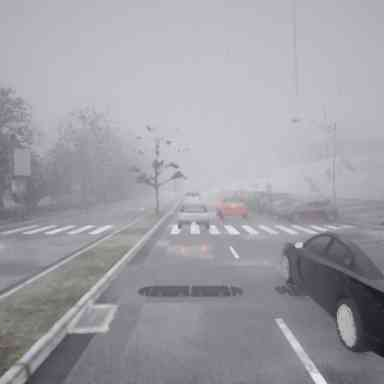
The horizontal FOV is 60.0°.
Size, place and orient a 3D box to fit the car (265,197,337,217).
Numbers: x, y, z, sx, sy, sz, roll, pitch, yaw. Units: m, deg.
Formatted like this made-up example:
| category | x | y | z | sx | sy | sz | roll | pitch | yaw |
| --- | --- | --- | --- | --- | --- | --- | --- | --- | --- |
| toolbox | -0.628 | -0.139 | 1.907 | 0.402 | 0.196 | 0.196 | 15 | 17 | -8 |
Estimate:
| category | x | y | z | sx | sy | sz | roll | pitch | yaw |
| --- | --- | --- | --- | --- | --- | --- | --- | --- | --- |
| car | 8.044 | 1.327 | 23.645 | 4.792 | 1.488 | 2.163 | 1 | 1 | -20 |

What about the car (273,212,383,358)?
| category | x | y | z | sx | sy | sz | roll | pitch | yaw |
| --- | --- | --- | --- | --- | --- | --- | --- | --- | --- |
| car | 3.101 | 1.413 | 6.080 | 1.882 | 1.535 | 5.008 | 0 | 1 | 0 |

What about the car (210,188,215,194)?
| category | x | y | z | sx | sy | sz | roll | pitch | yaw |
| --- | --- | --- | --- | --- | --- | --- | --- | --- | --- |
| car | 7.894 | 0.466 | 80.301 | 5.366 | 1.575 | 1.946 | 0 | 2 | -20 |

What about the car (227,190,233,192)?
| category | x | y | z | sx | sy | sz | roll | pitch | yaw |
| --- | --- | --- | --- | --- | --- | --- | --- | --- | --- |
| car | 8.098 | 0.863 | 44.572 | 5.566 | 2.045 | 2.435 | 1 | 0 | -20 |

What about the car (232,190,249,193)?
| category | x | y | z | sx | sy | sz | roll | pitch | yaw |
| --- | --- | --- | --- | --- | --- | --- | --- | --- | --- |
| car | 8.047 | 0.916 | 38.576 | 5.566 | 2.045 | 2.435 | 1 | 1 | -20 |

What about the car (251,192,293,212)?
| category | x | y | z | sx | sy | sz | roll | pitch | yaw |
| --- | --- | --- | --- | --- | --- | --- | --- | --- | --- |
| car | 8.042 | 1.119 | 29.634 | 4.553 | 1.767 | 2.185 | 1 | 0 | -20 |

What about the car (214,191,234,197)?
| category | x | y | z | sx | sy | sz | roll | pitch | yaw |
| --- | --- | --- | --- | --- | --- | --- | --- | --- | --- |
| car | 8.062 | 0.443 | 83.350 | 4.674 | 1.452 | 2.002 | 0 | 1 | -20 |

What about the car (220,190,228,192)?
| category | x | y | z | sx | sy | sz | roll | pitch | yaw |
| --- | --- | --- | --- | --- | --- | --- | --- | --- | --- |
| car | 7.896 | 0.962 | 56.429 | 5.366 | 1.575 | 1.946 | 0 | 1 | -20 |

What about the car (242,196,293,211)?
| category | x | y | z | sx | sy | sz | roll | pitch | yaw |
| --- | --- | --- | --- | --- | --- | --- | --- | --- | --- |
| car | 8.063 | 1.194 | 35.610 | 4.892 | 1.521 | 2.231 | 1 | 0 | -20 |

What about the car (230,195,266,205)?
| category | x | y | z | sx | sy | sz | roll | pitch | yaw |
| --- | --- | --- | --- | --- | --- | --- | --- | --- | --- |
| car | 8.065 | 1.122 | 47.546 | 4.674 | 1.452 | 2.002 | 1 | 0 | -20 |

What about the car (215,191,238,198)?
| category | x | y | z | sx | sy | sz | roll | pitch | yaw |
| --- | --- | --- | --- | --- | --- | --- | --- | --- | --- |
| car | 8.093 | 0.570 | 77.398 | 4.792 | 1.488 | 2.163 | 0 | 1 | -20 |

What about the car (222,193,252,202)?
| category | x | y | z | sx | sy | sz | roll | pitch | yaw |
| --- | --- | --- | --- | --- | --- | --- | --- | --- | --- |
| car | 8.094 | 0.950 | 59.498 | 4.792 | 1.488 | 2.163 | 0 | 1 | -20 |

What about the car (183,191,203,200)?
| category | x | y | z | sx | sy | sz | roll | pitch | yaw |
| --- | --- | --- | --- | --- | --- | --- | --- | --- | --- |
| car | 0.094 | 0.887 | 40.242 | 2.150 | 2.045 | 5.566 | 0 | 1 | 0 |

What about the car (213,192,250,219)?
| category | x | y | z | sx | sy | sz | roll | pitch | yaw |
| --- | --- | --- | --- | --- | --- | --- | --- | --- | --- |
| car | 3.099 | 1.130 | 27.068 | 2.097 | 1.767 | 4.553 | 0 | 1 | 0 |

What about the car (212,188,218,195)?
| category | x | y | z | sx | sy | sz | roll | pitch | yaw |
| --- | --- | --- | --- | --- | --- | --- | --- | --- | --- |
| car | 7.893 | 0.607 | 74.337 | 5.366 | 1.575 | 1.946 | 0 | 2 | -20 |

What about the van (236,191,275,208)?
| category | x | y | z | sx | sy | sz | roll | pitch | yaw |
| --- | --- | --- | --- | --- | --- | --- | --- | --- | --- |
| van | 7.964 | 0.914 | 41.529 | 4.442 | 1.987 | 1.878 | 1 | 1 | -20 |

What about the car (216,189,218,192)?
| category | x | y | z | sx | sy | sz | roll | pitch | yaw |
| --- | --- | --- | --- | --- | --- | --- | --- | --- | --- |
| car | 8.040 | 0.620 | 68.426 | 4.553 | 1.767 | 2.185 | 0 | 1 | -20 |

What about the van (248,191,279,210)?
| category | x | y | z | sx | sy | sz | roll | pitch | yaw |
| --- | --- | --- | --- | --- | --- | --- | --- | --- | --- |
| van | 8.181 | 0.995 | 32.668 | 4.442 | 1.987 | 1.878 | 1 | 0 | -20 |

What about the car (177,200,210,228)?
| category | x | y | z | sx | sy | sz | roll | pitch | yaw |
| --- | --- | --- | --- | --- | --- | --- | --- | --- | --- |
| car | 0.100 | 1.434 | 20.760 | 1.895 | 1.301 | 4.718 | 0 | 1 | 0 |

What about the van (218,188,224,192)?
| category | x | y | z | sx | sy | sz | roll | pitch | yaw |
| --- | --- | --- | --- | --- | --- | --- | --- | --- | --- |
| van | 7.962 | 0.583 | 65.397 | 4.442 | 1.987 | 1.878 | 0 | 2 | -20 |

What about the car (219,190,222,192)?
| category | x | y | z | sx | sy | sz | roll | pitch | yaw |
| --- | --- | --- | --- | --- | --- | --- | --- | --- | --- |
| car | 8.062 | 0.905 | 62.470 | 4.674 | 1.452 | 2.002 | 0 | 1 | -20 |

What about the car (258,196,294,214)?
| category | x | y | z | sx | sy | sz | roll | pitch | yaw |
| --- | --- | --- | --- | --- | --- | --- | --- | --- | --- |
| car | 8.065 | 1.311 | 26.663 | 4.674 | 1.452 | 2.002 | 1 | 0 | -20 |
